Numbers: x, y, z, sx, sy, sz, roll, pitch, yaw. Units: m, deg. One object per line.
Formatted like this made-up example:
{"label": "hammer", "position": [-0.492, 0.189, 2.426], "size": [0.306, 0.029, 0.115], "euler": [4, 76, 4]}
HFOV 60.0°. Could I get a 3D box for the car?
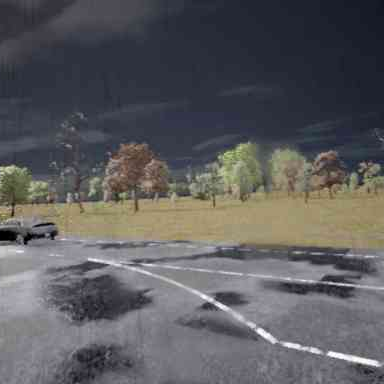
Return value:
{"label": "car", "position": [-9.561, 2.154, 18.831], "size": [4.902, 1.511, 2.128], "euler": [-3, 0, 35]}
